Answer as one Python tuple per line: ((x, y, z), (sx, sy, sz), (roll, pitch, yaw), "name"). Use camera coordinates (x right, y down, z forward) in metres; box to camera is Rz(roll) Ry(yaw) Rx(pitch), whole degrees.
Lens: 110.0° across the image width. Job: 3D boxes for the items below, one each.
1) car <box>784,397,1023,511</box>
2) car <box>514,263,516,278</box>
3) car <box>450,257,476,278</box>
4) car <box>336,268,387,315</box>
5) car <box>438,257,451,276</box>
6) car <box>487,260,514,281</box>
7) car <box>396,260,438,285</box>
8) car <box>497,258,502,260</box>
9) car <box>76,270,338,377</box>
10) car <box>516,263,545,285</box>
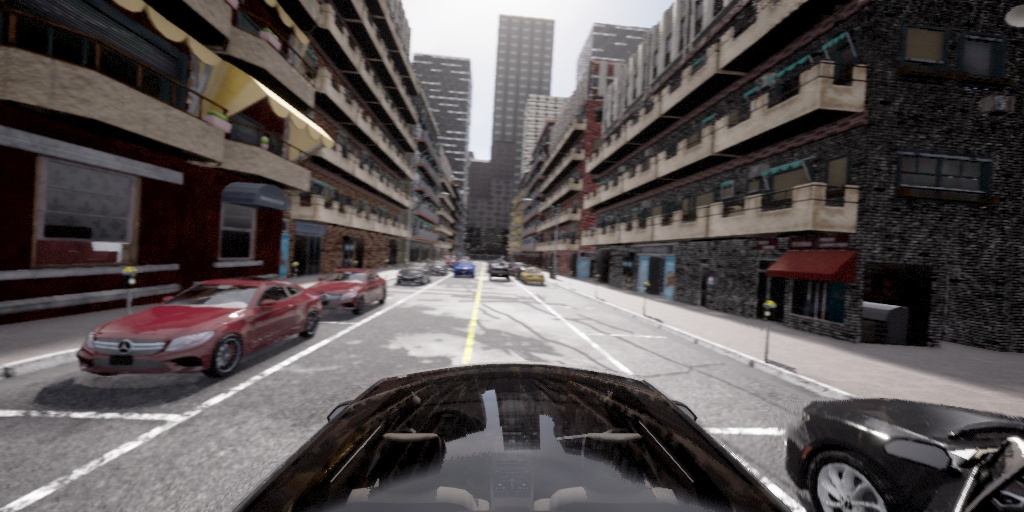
((3.458, 1.455, 1.177), (1.837, 1.490, 4.892), (3, 0, -4), "car")
((1.198, 1.607, 35.082), (1.948, 1.339, 4.313), (0, 0, -4), "car")
((-4.393, 1.176, 33.596), (1.882, 1.535, 5.008), (3, -1, -4), "car")
((-5.465, 1.077, 12.139), (1.802, 1.307, 4.207), (0, 0, -4), "car")
((-7.146, 1.093, 34.484), (2.007, 1.370, 4.403), (0, 0, -4), "car")
((-1.162, 1.387, 32.419), (1.837, 1.490, 4.892), (3, 0, -4), "car")
((-6.305, 1.069, 23.312), (2.007, 1.370, 4.403), (0, 0, -4), "car")
((-2.143, 1.262, 45.547), (2.097, 1.767, 4.553), (3, 0, -4), "car")
((-5.045, 1.065, 6.553), (1.802, 1.307, 4.207), (0, 0, -4), "car")
((1.606, 1.554, 29.665), (1.751, 1.417, 4.829), (0, 0, -4), "car")
